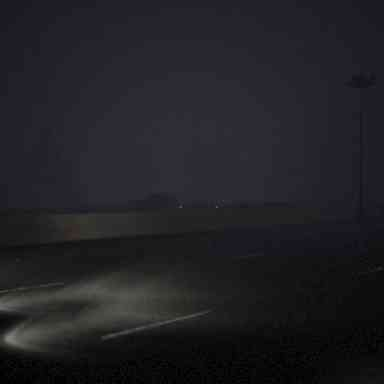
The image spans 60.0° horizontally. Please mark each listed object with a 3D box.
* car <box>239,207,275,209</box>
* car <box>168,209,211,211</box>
[{"bbox_3d":[7.128,1.539,30.114,5.357,1.411,2.033,0,0,-34],"label":"car"},{"bbox_3d":[0.286,1.540,33.908,4.718,1.301,1.895,0,0,-34],"label":"car"}]
